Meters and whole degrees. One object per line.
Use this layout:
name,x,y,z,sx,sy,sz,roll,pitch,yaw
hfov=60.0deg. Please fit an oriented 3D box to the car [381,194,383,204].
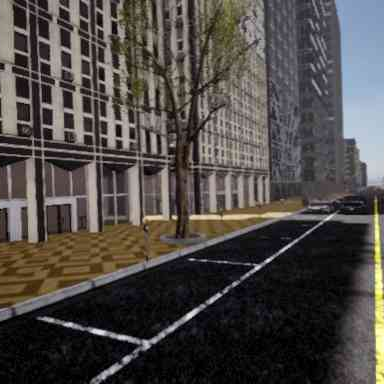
car,15.030,1.009,23.989,2.033,1.411,5.357,-2,0,29

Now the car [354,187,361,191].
car,35.590,-0.040,73.341,2.192,1.841,5.009,-2,0,29

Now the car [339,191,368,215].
car,13.280,0.977,27.328,1.882,1.535,5.008,-2,0,29

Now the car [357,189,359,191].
car,30.166,0.432,63.456,1.802,1.307,4.206,-2,0,29

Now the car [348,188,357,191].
car,27.364,0.480,58.364,1.752,1.417,4.829,-2,0,29

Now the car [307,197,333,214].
car,11.141,1.108,28.857,2.008,1.369,4.403,-2,0,29

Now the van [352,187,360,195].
van,41.026,-0.219,83.226,1.690,1.788,3.998,-2,0,29
